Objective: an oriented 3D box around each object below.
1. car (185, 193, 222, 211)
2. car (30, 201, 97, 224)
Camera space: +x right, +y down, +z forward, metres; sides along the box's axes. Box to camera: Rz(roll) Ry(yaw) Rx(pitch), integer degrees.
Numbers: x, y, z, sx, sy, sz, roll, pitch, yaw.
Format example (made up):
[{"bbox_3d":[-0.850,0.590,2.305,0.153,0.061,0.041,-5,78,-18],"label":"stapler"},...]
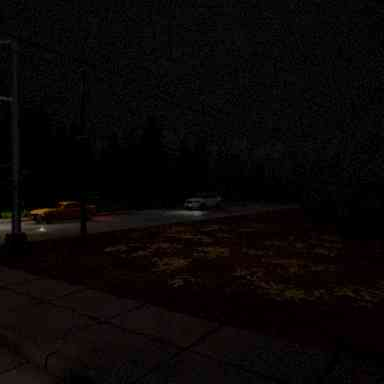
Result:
[{"bbox_3d":[1.428,1.130,39.848,2.150,2.045,5.566,0,0,37],"label":"car"},{"bbox_3d":[-9.579,1.483,25.030,1.882,1.535,5.008,0,0,37],"label":"car"}]
